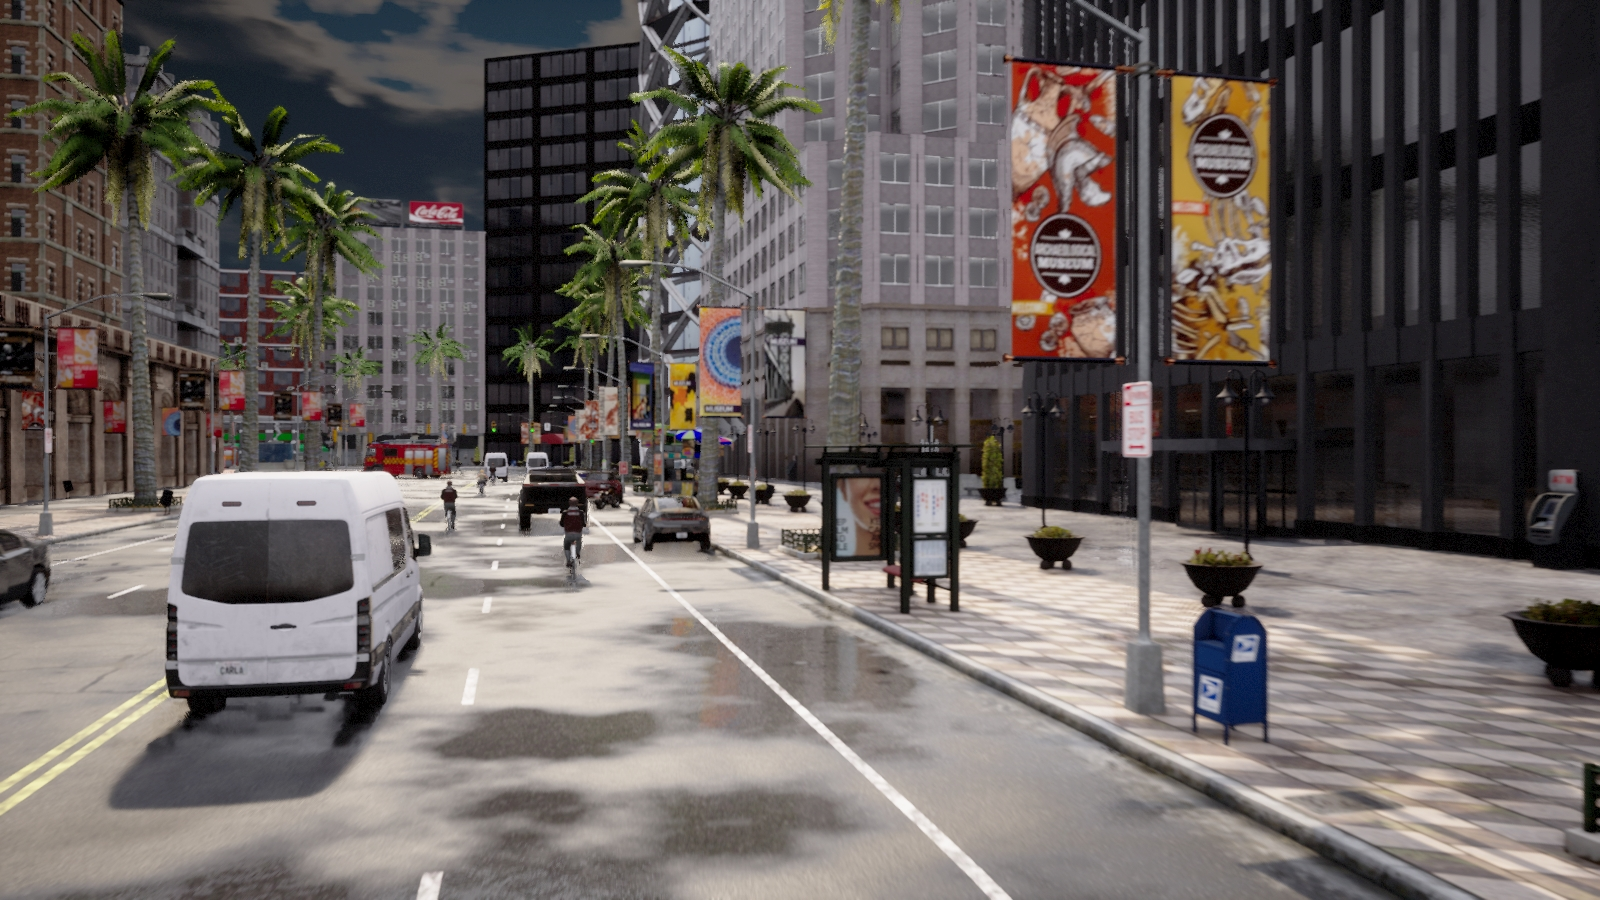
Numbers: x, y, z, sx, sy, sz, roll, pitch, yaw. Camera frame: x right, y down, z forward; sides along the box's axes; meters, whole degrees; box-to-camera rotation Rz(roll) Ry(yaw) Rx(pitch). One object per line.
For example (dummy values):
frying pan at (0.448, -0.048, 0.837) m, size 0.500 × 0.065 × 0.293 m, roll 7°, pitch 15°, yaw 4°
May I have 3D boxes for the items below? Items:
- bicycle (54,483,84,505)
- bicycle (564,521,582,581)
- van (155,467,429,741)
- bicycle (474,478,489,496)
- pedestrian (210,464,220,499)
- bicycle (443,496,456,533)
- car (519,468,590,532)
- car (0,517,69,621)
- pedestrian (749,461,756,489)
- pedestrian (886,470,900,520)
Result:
bicycle at (-38.068, 2.268, 59.515) m, size 0.859 × 1.080 × 1.487 m, roll 0°, pitch 0°, yaw -13°
bicycle at (-5.042, 2.211, 25.320) m, size 0.329 × 1.171 × 1.835 m, roll 0°, pitch 0°, yaw -13°
van at (-5.920, 1.536, 14.146) m, size 1.988 × 2.561 × 5.915 m, roll 0°, pitch 0°, yaw -13°
bicycle at (-19.627, 2.262, 70.490) m, size 0.859 × 1.080 × 1.487 m, roll 0°, pitch 0°, yaw -14°
pedestrian at (-31.518, 1.706, 61.556) m, size 0.375 × 1.860 × 0.375 m, roll 0°, pitch 0°, yaw -11°
bicycle at (-12.099, 2.214, 39.463) m, size 0.329 × 1.171 × 1.835 m, roll 0°, pitch 0°, yaw -14°
car at (-9.207, 1.756, 42.388) m, size 2.390 × 2.098 × 6.274 m, roll 0°, pitch 0°, yaw -14°
car at (-14.236, 2.039, 18.920) m, size 2.097 × 1.535 × 5.006 m, roll 0°, pitch 0°, yaw -14°
pedestrian at (-3.235, 1.711, 77.912) m, size 0.375 × 1.860 × 0.375 m, roll 0°, pitch 0°, yaw -24°
pedestrian at (3.509, 1.700, 43.062) m, size 0.375 × 1.860 × 0.375 m, roll 0°, pitch 0°, yaw -29°
